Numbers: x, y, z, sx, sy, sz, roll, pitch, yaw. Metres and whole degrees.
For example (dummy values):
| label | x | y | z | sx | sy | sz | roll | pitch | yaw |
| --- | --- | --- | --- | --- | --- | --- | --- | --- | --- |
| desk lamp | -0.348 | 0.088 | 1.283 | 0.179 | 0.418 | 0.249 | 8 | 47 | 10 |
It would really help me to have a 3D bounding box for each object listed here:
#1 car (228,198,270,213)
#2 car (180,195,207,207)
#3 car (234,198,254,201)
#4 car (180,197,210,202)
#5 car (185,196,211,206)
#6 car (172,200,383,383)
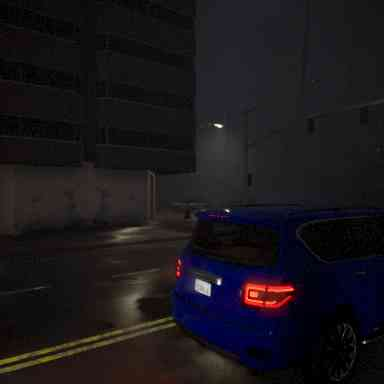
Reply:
| label | x | y | z | sx | sy | sz | roll | pitch | yaw |
| --- | --- | --- | --- | --- | --- | --- | --- | --- | --- |
| car | 6.449 | 1.505 | 38.186 | 1.837 | 1.490 | 4.892 | 0 | 0 | -36 |
| car | 0.165 | 1.352 | 53.030 | 2.097 | 1.767 | 4.553 | 0 | 0 | -36 |
| car | 5.519 | 1.547 | 33.615 | 2.033 | 1.411 | 5.357 | 0 | 0 | -31 |
| car | -0.258 | 1.600 | 41.439 | 1.895 | 1.301 | 4.718 | 0 | 0 | -36 |
| car | 1.007 | 1.478 | 57.819 | 1.882 | 1.535 | 5.008 | 0 | 0 | -36 |
| car | 2.328 | 1.221 | 5.469 | 5.566 | 2.045 | 2.150 | 0 | 0 | -35 |
